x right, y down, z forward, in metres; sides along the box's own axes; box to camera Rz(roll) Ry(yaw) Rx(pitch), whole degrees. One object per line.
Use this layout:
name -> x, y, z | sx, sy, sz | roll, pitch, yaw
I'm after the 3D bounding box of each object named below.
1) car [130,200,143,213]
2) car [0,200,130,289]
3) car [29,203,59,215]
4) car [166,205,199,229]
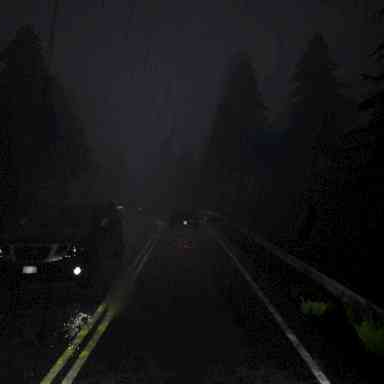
car -> -7.691, 1.796, 40.412 | 1.837, 1.490, 4.892 | -3, 1, -37
car -> -3.429, 1.282, 9.677 | 2.150, 2.045, 5.566 | 0, 0, -1
car -> -21.434, 2.460, 48.034 | 4.902, 1.511, 2.128 | -2, 2, 42
car -> -0.670, 1.626, 22.777 | 1.837, 1.490, 4.892 | 0, 0, -6
